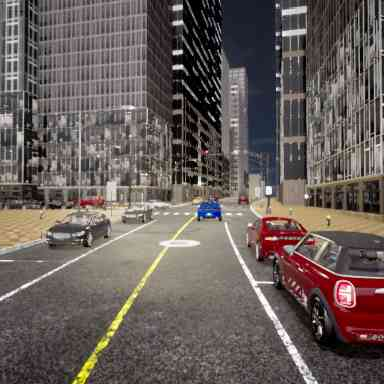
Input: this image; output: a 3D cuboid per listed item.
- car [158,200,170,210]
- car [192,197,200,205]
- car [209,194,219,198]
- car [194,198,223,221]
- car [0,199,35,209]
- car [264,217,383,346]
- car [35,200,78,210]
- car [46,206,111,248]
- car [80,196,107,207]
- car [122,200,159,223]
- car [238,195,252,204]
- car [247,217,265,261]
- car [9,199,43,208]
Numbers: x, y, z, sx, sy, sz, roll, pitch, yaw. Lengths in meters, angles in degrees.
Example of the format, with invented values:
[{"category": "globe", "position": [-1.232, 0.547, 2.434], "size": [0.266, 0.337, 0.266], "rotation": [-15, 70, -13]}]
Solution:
[{"category": "car", "position": [-5.352, 1.702, 44.009], "size": [4.718, 1.301, 1.895], "rotation": [-1, -1, 30]}, {"category": "car", "position": [1.177, 1.642, 62.514], "size": [1.752, 1.417, 4.829], "rotation": [1, 0, 12]}, {"category": "car", "position": [5.176, 1.493, 78.752], "size": [2.192, 1.841, 5.009], "rotation": [1, 0, 14]}, {"category": "car", "position": [1.486, 1.495, 27.121], "size": [1.882, 1.535, 5.008], "rotation": [0, 0, 5]}, {"category": "car", "position": [-22.388, 1.655, 43.210], "size": [4.403, 1.369, 2.008], "rotation": [0, -1, 13]}, {"category": "car", "position": [2.816, 1.441, 6.313], "size": [1.967, 1.590, 4.097], "rotation": [1, 0, 2]}, {"category": "car", "position": [-16.948, 1.638, 41.919], "size": [4.313, 1.339, 1.947], "rotation": [0, -1, 13]}, {"category": "car", "position": [-4.877, 1.562, 14.863], "size": [2.008, 1.369, 4.403], "rotation": [1, 0, 3]}, {"category": "car", "position": [-15.134, 1.536, 49.590], "size": [5.009, 1.841, 2.192], "rotation": [0, -1, 13]}, {"category": "car", "position": [-4.122, 1.574, 25.653], "size": [2.008, 1.369, 4.403], "rotation": [1, 0, 5]}, {"category": "car", "position": [10.095, 1.412, 65.066], "size": [2.192, 1.841, 5.009], "rotation": [1, 0, 13]}, {"category": "car", "position": [3.010, 1.547, 11.953], "size": [1.887, 1.381, 4.507], "rotation": [1, 0, 3]}, {"category": "car", "position": [-26.020, 1.835, 52.171], "size": [4.403, 1.369, 2.008], "rotation": [0, -1, 13]}]
